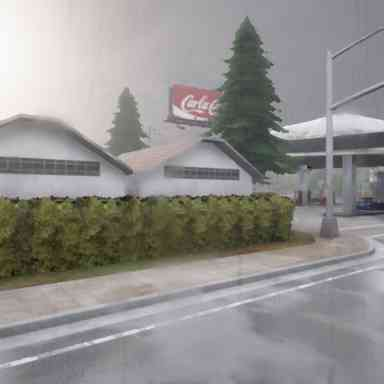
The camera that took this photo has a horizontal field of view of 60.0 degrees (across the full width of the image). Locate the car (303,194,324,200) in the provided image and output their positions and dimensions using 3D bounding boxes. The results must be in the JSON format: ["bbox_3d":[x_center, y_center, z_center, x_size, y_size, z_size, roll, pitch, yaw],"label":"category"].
[{"bbox_3d":[32.531,1.319,89.270,2.152,1.636,5.027,0,0,-36],"label":"car"}]

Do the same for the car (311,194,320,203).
[{"bbox_3d":[24.321,1.531,67.393,5.357,1.411,2.033,0,0,-36],"label":"car"}]

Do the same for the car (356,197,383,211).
[{"bbox_3d":[21.467,1.474,39.776,4.611,1.667,2.242,0,0,-36],"label":"car"}]
